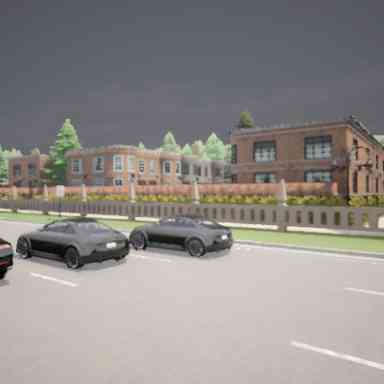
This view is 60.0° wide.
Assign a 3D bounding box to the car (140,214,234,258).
[{"bbox_3d":[-0.479,1.571,12.933,4.181,1.385,1.994,0,0,35],"label":"car"}]

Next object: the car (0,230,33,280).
[{"bbox_3d":[-6.563,1.501,8.674,4.902,1.511,2.128,0,0,35],"label":"car"}]

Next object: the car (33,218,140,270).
[{"bbox_3d":[-4.062,1.573,11.191,4.181,1.385,1.994,0,0,36],"label":"car"}]
